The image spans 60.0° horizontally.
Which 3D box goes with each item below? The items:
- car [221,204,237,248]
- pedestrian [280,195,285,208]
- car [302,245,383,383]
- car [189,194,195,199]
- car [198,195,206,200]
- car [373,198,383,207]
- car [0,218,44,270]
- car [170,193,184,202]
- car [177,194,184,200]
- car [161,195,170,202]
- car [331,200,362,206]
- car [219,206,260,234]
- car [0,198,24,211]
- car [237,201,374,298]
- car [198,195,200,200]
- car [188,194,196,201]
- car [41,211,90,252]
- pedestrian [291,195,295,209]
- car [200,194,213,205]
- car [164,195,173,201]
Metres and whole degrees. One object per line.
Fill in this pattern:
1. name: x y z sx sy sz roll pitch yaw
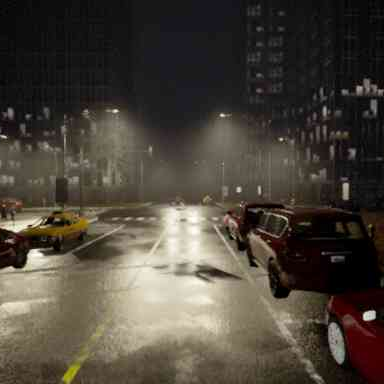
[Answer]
1. car: 2.669 1.310 14.092 2.192 1.841 5.009 -1 0 0
2. pedestrian: 7.130 1.141 26.266 0.375 1.860 0.375 -1 1 0
3. car: 2.676 1.544 2.840 1.887 1.381 4.507 -1 0 0
4. car: -0.020 1.224 95.152 1.882 1.535 5.008 0 0 0
5. car: 2.659 1.485 91.846 1.947 1.339 4.313 -1 0 0
6. car: 26.429 1.294 44.365 4.313 1.339 1.947 0 1 -5
7. car: -5.705 1.579 8.465 1.802 1.307 4.206 -1 0 0
8. car: -3.015 1.172 72.703 2.150 2.045 5.566 0 0 0
9. car: -3.019 1.390 88.329 1.882 1.535 5.008 0 0 0
10. car: -5.855 1.510 74.884 1.947 1.339 4.313 -1 0 0
11. car: 16.120 1.533 34.996 4.313 1.339 1.947 0 1 -5
12. car: 2.674 1.574 19.717 1.802 1.307 4.206 -1 0 0
13. car: -22.582 1.453 39.835 4.097 1.590 1.967 0 1 -5
14. car: 2.670 1.312 8.466 2.192 1.841 5.009 -1 0 0
15. car: 2.697 1.260 74.336 2.192 1.841 5.009 -1 0 0
16. car: -0.018 1.516 85.179 1.895 1.301 4.718 0 0 0
17. car: -5.707 1.520 13.920 1.752 1.417 4.829 -1 0 0
18. pedestrian: 8.130 1.165 26.866 0.375 1.860 0.375 -1 1 0
19. car: 2.794 1.489 59.255 1.752 1.417 4.829 -1 0 0
20. car: -5.686 1.502 80.558 1.947 1.339 4.313 -1 0 0
